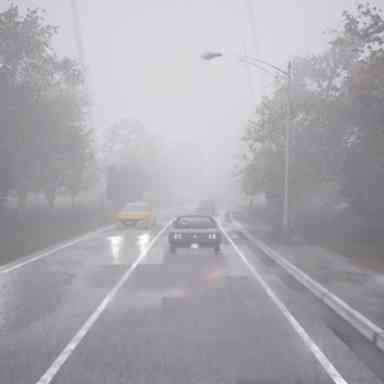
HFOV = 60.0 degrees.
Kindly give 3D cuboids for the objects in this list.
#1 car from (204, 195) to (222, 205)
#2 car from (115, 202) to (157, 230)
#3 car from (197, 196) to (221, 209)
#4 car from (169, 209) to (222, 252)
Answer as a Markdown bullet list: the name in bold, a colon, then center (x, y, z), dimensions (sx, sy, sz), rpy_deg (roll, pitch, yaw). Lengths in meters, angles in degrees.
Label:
- **car**: center (3.958, 1.435, 61.212), dimensions (2.128, 1.511, 4.902), rpy_deg (2, 0, 19)
- **car**: center (-3.391, 1.410, 20.903), dimensions (1.882, 1.535, 5.008), rpy_deg (1, 1, 2)
- **car**: center (1.696, 1.530, 36.796), dimensions (2.033, 1.411, 5.357), rpy_deg (1, 0, 9)
- **car**: center (0.120, 1.584, 13.851), dimensions (1.895, 1.301, 4.718), rpy_deg (0, 0, 0)
